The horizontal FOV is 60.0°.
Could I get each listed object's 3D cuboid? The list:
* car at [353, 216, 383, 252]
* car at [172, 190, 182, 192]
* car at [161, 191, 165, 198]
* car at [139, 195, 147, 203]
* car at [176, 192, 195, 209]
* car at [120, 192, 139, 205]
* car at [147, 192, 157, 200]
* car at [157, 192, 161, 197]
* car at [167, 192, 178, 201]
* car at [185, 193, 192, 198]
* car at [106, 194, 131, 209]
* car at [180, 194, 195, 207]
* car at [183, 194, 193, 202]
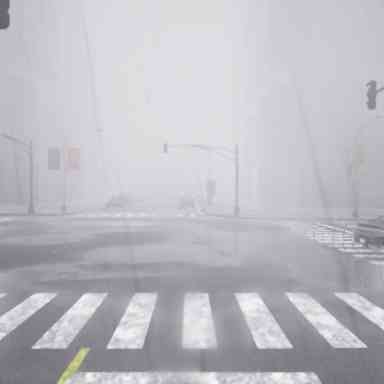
[{"bbox_3d":[8.492,1.550,12.208,4.902,1.511,2.128,1,0,-8],"label":"car"},{"bbox_3d":[-3.566,0.961,76.938,1.837,1.490,4.892,0,0,0],"label":"car"},{"bbox_3d":[-9.438,0.961,94.573,1.887,1.381,4.507,0,0,0],"label":"car"},{"bbox_3d":[-9.210,1.131,56.422,1.752,1.417,4.829,0,0,0],"label":"car"},{"bbox_3d":[-0.589,1.134,40.363,1.967,1.590,4.097,0,0,0],"label":"car"},{"bbox_3d":[-9.147,0.979,45.740,2.192,1.841,5.009,0,0,0],"label":"car"},{"bbox_3d":[-9.308,1.102,72.871,1.802,1.307,4.206,0,0,0],"label":"car"},{"bbox_3d":[-9.341,0.809,78.295,2.192,1.841,5.009,0,0,0],"label":"car"},{"bbox_3d":[-3.507,1.151,66.972,1.895,1.301,4.718,0,0,0],"label":"car"},{"bbox_3d":[-0.914,0.961,94.612,1.887,1.381,4.507,0,0,0],"label":"car"},{"bbox_3d":[-9.113,1.260,40.315,1.947,1.339,4.313,0,0,0],"label":"car"},{"bbox_3d":[-0.621,1.104,45.787,1.967,1.590,4.097,0,0,0],"label":"car"},{"bbox_3d":[-0.718,1.121,62.062,1.887,1.381,4.507,0,0,0],"label":"car"}]
